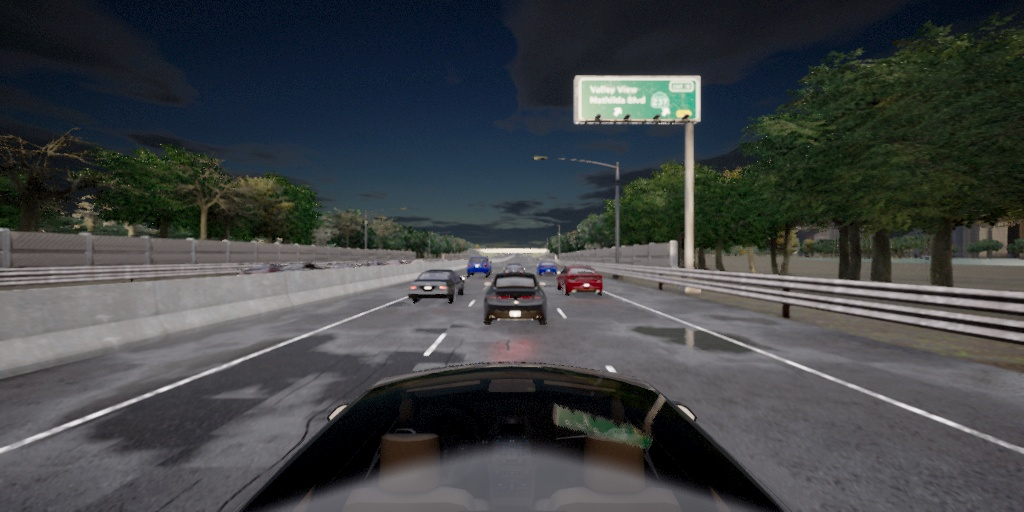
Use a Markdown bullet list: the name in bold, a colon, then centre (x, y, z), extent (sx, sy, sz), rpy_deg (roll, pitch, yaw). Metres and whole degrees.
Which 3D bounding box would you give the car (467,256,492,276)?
- **car**: centre (-3.275, 1.067, 36.472), extent (2.150, 2.045, 5.566), rpy_deg (0, 0, 0)

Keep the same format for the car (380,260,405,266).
- **car**: centre (-17.298, 1.366, 53.026), extent (1.882, 1.535, 5.008), rpy_deg (0, 0, 1)

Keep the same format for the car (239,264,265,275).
- **car**: centre (-21.010, 1.391, 30.506), extent (1.994, 1.385, 4.181), rpy_deg (0, 0, 0)

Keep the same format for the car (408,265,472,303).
- **car**: centre (-3.375, 1.342, 16.951), extent (2.033, 1.411, 5.357), rpy_deg (0, 0, 0)

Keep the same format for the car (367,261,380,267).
- **car**: centre (-20.777, 1.456, 54.078), extent (1.994, 1.385, 4.181), rpy_deg (0, 0, 1)

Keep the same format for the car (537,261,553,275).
- **car**: centre (3.743, 1.330, 38.877), extent (1.882, 1.535, 5.008), rpy_deg (0, 0, 0)

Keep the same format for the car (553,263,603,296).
- **car**: centre (3.635, 1.280, 19.896), extent (1.882, 1.535, 5.008), rpy_deg (0, 0, 0)

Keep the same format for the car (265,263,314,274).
- **car**: centre (-17.517, 1.330, 29.489), extent (1.837, 1.490, 4.892), rpy_deg (0, 0, 0)

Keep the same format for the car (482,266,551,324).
- **car**: centre (0.104, 1.289, 12.081), extent (1.837, 1.490, 4.892), rpy_deg (0, 0, 0)

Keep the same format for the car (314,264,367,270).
- **car**: centre (-14.016, 1.390, 29.602), extent (1.994, 1.385, 4.181), rpy_deg (0, 0, 0)

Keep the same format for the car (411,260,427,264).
- **car**: centre (-13.796, 1.367, 53.095), extent (1.882, 1.535, 5.008), rpy_deg (0, 0, 1)

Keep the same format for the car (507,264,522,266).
- **car**: centre (0.195, 1.381, 32.098), extent (2.033, 1.411, 5.357), rpy_deg (0, 0, 0)
